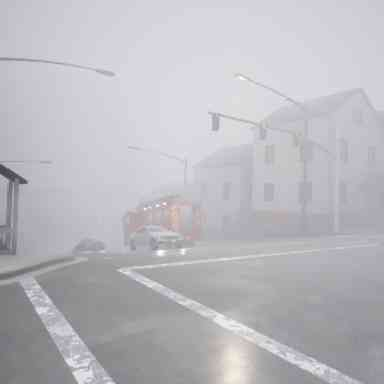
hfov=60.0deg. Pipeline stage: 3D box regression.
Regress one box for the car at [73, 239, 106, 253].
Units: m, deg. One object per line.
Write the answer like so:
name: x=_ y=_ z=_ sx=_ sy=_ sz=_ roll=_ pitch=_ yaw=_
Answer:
car: x=-9.456 y=4.977 z=30.607 sx=1.994 sy=1.385 sz=4.181 roll=2 pitch=-15 yaw=-35

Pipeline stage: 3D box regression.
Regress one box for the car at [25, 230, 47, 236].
car: x=-38.439 y=9.999 z=82.103 sx=4.536 sy=1.218 sz=1.853 roll=2 pitch=-1 yaw=-6

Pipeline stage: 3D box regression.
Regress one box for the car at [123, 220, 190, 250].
car: x=-2.349 y=2.815 z=20.540 sx=1.812 sy=1.442 sz=4.674 roll=2 pitch=-10 yaw=-34

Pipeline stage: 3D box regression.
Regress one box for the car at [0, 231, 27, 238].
car: x=-42.341 y=9.966 z=78.391 sx=2.038 sy=1.542 sz=4.974 roll=1 pitch=-1 yaw=19

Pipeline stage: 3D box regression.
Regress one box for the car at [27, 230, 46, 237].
car: x=-38.392 y=10.158 z=82.105 sx=4.974 sy=1.542 sz=2.038 roll=2 pitch=-1 yaw=-6

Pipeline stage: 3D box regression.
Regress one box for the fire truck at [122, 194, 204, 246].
fire truck: x=-2.726 y=2.709 z=27.498 sx=2.891 sy=3.827 sz=8.468 roll=2 pitch=-11 yaw=-35

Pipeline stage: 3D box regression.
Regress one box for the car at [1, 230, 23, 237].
car: x=-42.320 y=9.810 z=78.444 sx=1.853 sy=1.218 sz=4.536 roll=1 pitch=-1 yaw=19
